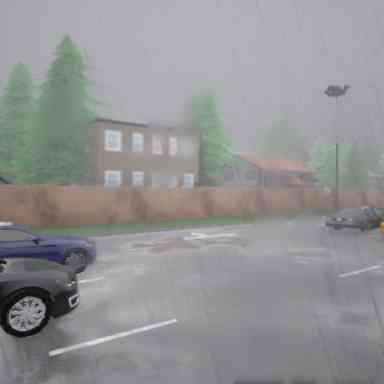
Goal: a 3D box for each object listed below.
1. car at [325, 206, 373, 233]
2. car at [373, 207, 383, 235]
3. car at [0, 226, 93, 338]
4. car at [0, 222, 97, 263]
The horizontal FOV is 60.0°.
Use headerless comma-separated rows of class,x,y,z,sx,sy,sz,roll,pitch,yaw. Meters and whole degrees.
car,10.025,1.535,19.490,5.357,1.411,2.033,0,0,-35
car,10.956,1.466,15.855,5.008,1.535,1.882,0,0,-35
car,-4.262,1.505,5.006,4.892,1.490,1.837,0,0,-35
car,-4.918,1.525,8.820,4.674,1.442,1.812,0,0,-35
